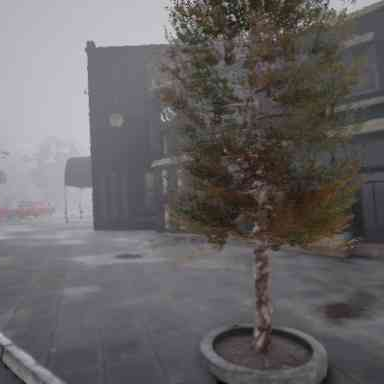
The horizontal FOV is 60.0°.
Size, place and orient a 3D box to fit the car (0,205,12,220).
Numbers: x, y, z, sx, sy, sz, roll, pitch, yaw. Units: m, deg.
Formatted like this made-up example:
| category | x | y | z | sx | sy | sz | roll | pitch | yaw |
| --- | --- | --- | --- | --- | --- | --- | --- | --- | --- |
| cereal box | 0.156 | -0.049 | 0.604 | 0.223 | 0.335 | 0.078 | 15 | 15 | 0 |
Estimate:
| category | x | y | z | sx | sy | sz | roll | pitch | yaw |
| --- | --- | --- | --- | --- | --- | --- | --- | --- | --- |
| car | -21.529 | 2.503 | 42.519 | 2.097 | 1.535 | 5.008 | -3 | -1 | 5 |

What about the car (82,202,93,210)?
| category | x | y | z | sx | sy | sz | roll | pitch | yaw |
| --- | --- | --- | --- | --- | --- | --- | --- | --- | --- |
| car | -24.047 | 3.330 | 81.459 | 5.566 | 2.045 | 2.435 | -4 | -2 | -13 |

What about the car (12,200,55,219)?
| category | x | y | z | sx | sy | sz | roll | pitch | yaw |
| --- | --- | --- | --- | --- | --- | --- | --- | --- | --- |
| car | -18.145 | 1.992 | 38.938 | 2.150 | 2.045 | 5.566 | -3 | -1 | 2 |
